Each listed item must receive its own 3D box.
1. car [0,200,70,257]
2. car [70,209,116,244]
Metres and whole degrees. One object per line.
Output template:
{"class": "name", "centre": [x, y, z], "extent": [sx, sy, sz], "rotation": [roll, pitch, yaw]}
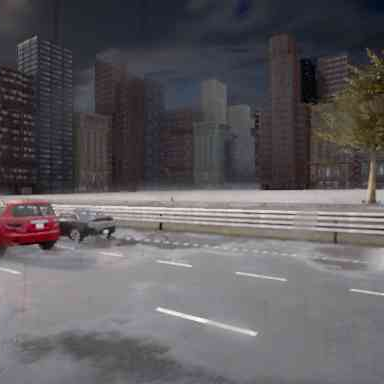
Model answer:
{"class": "car", "centre": [-7.732, 1.343, 13.692], "extent": [5.566, 2.045, 2.150], "rotation": [0, 0, 36]}
{"class": "car", "centre": [-5.927, 1.622, 16.707], "extent": [4.902, 1.511, 2.128], "rotation": [0, 0, 36]}
